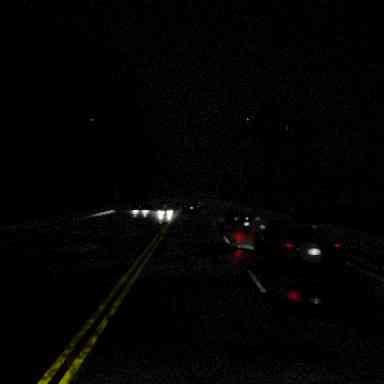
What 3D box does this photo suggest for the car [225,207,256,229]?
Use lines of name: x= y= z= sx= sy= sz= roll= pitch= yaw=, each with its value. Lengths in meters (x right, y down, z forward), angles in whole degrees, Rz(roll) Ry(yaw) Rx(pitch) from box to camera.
car: x=3.237 y=1.604 z=21.856 sx=1.895 sy=1.301 sz=4.718 roll=0 pitch=0 yaw=0

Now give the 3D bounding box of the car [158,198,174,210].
car: x=-3.307 y=1.554 z=43.235 sx=2.128 sy=1.511 sz=4.902 roll=0 pitch=0 yaw=0

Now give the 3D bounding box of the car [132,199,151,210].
car: x=-6.555 y=1.628 z=43.892 sx=1.994 sy=1.385 sz=4.181 roll=0 pitch=0 yaw=0

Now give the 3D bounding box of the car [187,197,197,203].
car: x=-0.042 y=1.749 z=73.747 sx=2.033 sy=1.411 sz=5.357 roll=0 pitch=0 yaw=0

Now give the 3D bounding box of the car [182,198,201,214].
car: x=-0.032 y=1.598 z=35.811 sx=1.994 sy=1.385 sz=4.181 roll=0 pitch=0 yaw=0

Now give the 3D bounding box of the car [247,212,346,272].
car: x=3.243 y=1.560 z=10.825 sx=1.994 sy=1.385 sz=4.181 roll=0 pitch=0 yaw=0
